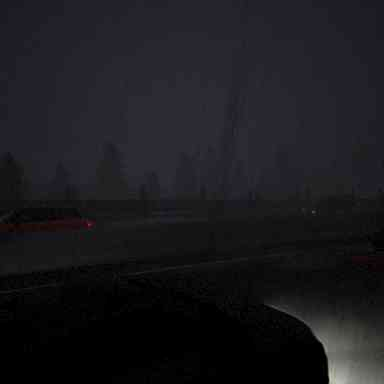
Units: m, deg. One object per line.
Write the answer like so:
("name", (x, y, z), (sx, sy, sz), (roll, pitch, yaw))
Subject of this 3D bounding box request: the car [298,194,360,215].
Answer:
("car", (12.167, 1.232, 29.416), (5.566, 2.045, 2.150), (0, 0, -20))

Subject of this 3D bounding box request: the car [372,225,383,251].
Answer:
("car", (8.890, 1.562, 12.597), (4.181, 1.385, 1.994), (0, 0, -26))

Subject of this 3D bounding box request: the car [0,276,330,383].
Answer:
("car", (-0.622, 1.554, 3.105), (4.181, 1.385, 1.994), (0, 0, -34))

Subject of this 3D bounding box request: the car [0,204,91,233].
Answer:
("car", (-6.085, 1.308, 12.300), (4.553, 1.767, 2.097), (0, 0, -33))
